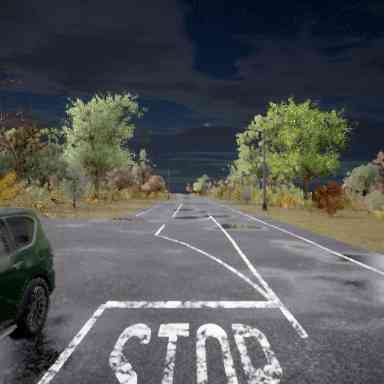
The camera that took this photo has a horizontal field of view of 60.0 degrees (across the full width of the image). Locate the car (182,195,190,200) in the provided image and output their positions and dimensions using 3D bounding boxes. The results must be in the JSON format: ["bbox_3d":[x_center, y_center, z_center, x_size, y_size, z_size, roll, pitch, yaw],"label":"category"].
[{"bbox_3d":[-1.678,1.548,95.541,1.837,1.490,4.892,0,0,5],"label":"car"}]

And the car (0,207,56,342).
[{"bbox_3d":[-3.486,1.255,3.677,2.150,2.045,5.566,0,0,0],"label":"car"}]
